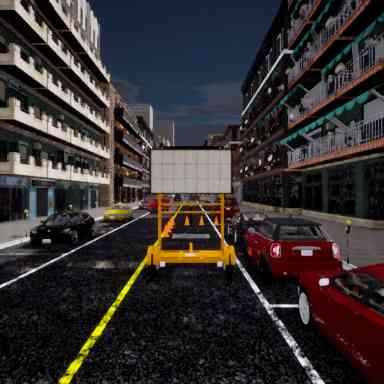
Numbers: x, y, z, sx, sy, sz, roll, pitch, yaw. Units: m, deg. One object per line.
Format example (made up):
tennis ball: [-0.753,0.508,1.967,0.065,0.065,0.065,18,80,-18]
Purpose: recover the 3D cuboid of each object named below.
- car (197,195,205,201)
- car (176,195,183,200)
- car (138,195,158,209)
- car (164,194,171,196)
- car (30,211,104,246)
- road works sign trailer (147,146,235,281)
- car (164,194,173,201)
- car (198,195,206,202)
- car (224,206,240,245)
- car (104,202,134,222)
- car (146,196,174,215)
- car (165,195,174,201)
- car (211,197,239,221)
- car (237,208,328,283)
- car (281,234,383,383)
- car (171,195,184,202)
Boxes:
car: [2.437,1.516,88.585,1.887,1.381,4.507,0,0,0]
car: [-3.258,1.502,89.792,1.812,1.442,4.674,0,0,0]
car: [-5.813,1.432,43.474,1.967,1.590,4.097,0,0,0]
car: [-5.910,1.292,77.292,2.192,1.841,5.009,0,0,0]
car: [-5.732,1.565,15.290,1.947,1.339,4.313,0,0,0]
road works sign trailer: [-0.027,0.464,9.800,2.380,3.560,2.880,0,0,0]
car: [-5.927,1.414,82.927,1.967,1.590,4.097,0,0,0]
car: [2.469,1.502,77.482,1.752,1.417,4.829,0,0,0]
car: [2.649,1.550,15.312,2.008,1.369,4.403,0,0,0]
car: [-5.764,1.523,26.394,1.752,1.417,4.829,0,0,0]
car: [-3.198,1.472,34.206,1.882,1.535,5.008,0,0,0]
car: [-5.944,1.516,88.565,1.887,1.381,4.507,0,0,0]
car: [2.617,1.312,26.585,2.192,1.841,5.009,0,0,0]
car: [2.665,1.440,9.676,1.967,1.590,4.097,0,0,0]
car: [2.682,1.545,4.039,1.887,1.381,4.507,0,0,0]
car: [-3.217,1.444,75.403,1.837,1.490,4.892,0,0,0]
